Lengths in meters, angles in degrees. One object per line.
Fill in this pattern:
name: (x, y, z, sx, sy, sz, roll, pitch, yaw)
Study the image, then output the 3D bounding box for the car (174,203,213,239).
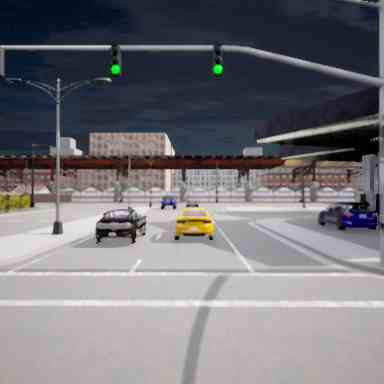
car: (0.100, 1.602, 18.017, 1.882, 1.535, 5.008, 0, 0, 0)

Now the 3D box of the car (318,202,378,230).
car: (9.710, 1.440, 21.066, 2.242, 1.667, 4.611, 0, 0, 0)

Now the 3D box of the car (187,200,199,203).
car: (0.126, 1.924, 52.490, 1.994, 1.385, 4.181, 0, 0, 1)

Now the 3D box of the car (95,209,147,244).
car: (-3.399, 1.607, 16.615, 2.128, 1.511, 4.902, 0, 0, 0)

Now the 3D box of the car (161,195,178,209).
car: (-3.456, 1.563, 50.821, 2.150, 2.045, 5.566, 0, -2, 0)
